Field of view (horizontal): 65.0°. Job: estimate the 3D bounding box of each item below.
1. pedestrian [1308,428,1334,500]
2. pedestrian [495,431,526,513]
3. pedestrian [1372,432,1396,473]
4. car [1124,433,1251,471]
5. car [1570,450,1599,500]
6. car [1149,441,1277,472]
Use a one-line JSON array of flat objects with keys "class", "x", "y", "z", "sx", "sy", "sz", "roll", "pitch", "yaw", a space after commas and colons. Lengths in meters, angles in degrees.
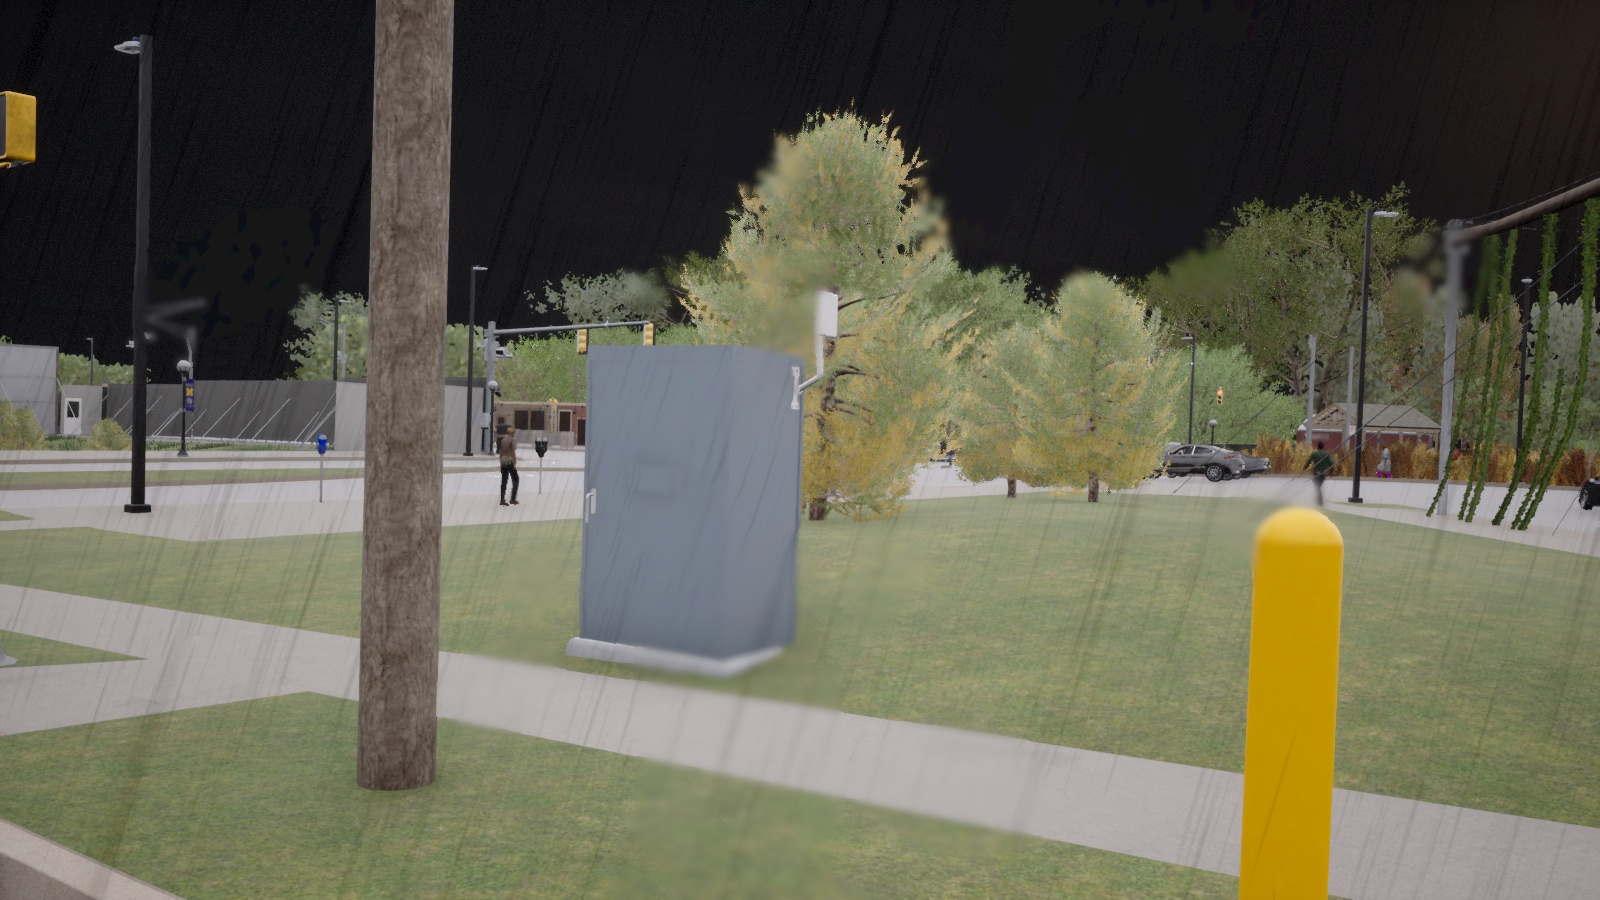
[{"class": "pedestrian", "x": 14.309, "y": 0.377, "z": 34.501, "sx": 0.423, "sy": 1.949, "sz": 0.788, "roll": 1, "pitch": 2, "yaw": 8}, {"class": "pedestrian", "x": -6.621, "y": 0.487, "z": 28.733, "sx": 0.331, "sy": 1.846, "sz": 0.634, "roll": 2, "pitch": 2, "yaw": 31}, {"class": "pedestrian", "x": 28.419, "y": 0.101, "z": 61.131, "sx": 0.873, "sy": 1.952, "sz": 0.659, "roll": 2, "pitch": 2, "yaw": 42}, {"class": "car", "x": 17.392, "y": 0.084, "z": 56.400, "sx": 5.027, "sy": 1.651, "sz": 2.152, "roll": 0, "pitch": 1, "yaw": 34}, {"class": "car", "x": 25.925, "y": 0.827, "z": 39.294, "sx": 1.845, "sy": 1.501, "sz": 3.633, "roll": 1, "pitch": 2, "yaw": 10}, {"class": "car", "x": 19.500, "y": 0.293, "z": 59.384, "sx": 5.357, "sy": 1.411, "sz": 2.033, "roll": 0, "pitch": 1, "yaw": 34}]
